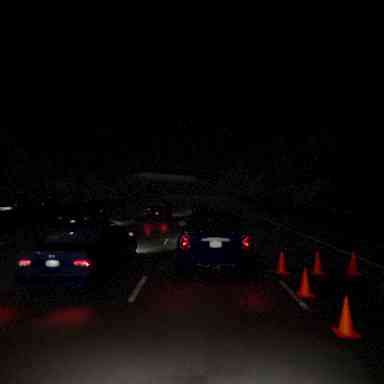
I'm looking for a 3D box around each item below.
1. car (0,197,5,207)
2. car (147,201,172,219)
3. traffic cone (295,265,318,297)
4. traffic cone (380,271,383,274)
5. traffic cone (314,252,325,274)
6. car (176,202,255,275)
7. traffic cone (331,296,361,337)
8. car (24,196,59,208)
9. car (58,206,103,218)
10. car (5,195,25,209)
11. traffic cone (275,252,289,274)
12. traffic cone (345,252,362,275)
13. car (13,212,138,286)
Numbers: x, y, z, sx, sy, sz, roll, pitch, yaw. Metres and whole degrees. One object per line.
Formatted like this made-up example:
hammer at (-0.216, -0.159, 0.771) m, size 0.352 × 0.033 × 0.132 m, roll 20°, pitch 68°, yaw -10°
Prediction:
car at (-23.647, 1.178, 43.809) m, size 1.837 × 1.490 × 4.892 m, roll 0°, pitch 0°, yaw 1°
car at (-2.664, 1.443, 27.822) m, size 1.812 × 1.442 × 4.674 m, roll 0°, pitch 1°, yaw 1°
traffic cone at (2.505, 1.976, 7.361) m, size 0.340 × 0.580 × 0.340 m, roll 0°, pitch 0°, yaw 1°
traffic cone at (5.526, 1.991, 9.326) m, size 0.340 × 0.580 × 0.340 m, roll 0°, pitch 0°, yaw 0°
traffic cone at (3.528, 1.982, 9.350) m, size 0.340 × 0.580 × 0.340 m, roll 0°, pitch 0°, yaw 1°
car at (0.633, 1.361, 10.653) m, size 2.097 × 1.767 × 4.553 m, roll 0°, pitch 0°, yaw 1°
traffic cone at (2.481, 1.975, 5.361) m, size 0.340 × 0.580 × 0.340 m, roll 0°, pitch 0°, yaw 1°
car at (-16.735, 1.287, 37.887) m, size 1.812 × 1.442 × 4.674 m, roll 0°, pitch 0°, yaw 1°
car at (-6.264, 1.515, 19.453) m, size 1.994 × 1.385 × 4.181 m, roll 0°, pitch 0°, yaw 1°
car at (-20.200, 1.223, 40.606) m, size 1.837 × 1.490 × 4.892 m, roll 0°, pitch 1°, yaw 1°
traffic cone at (2.529, 1.977, 9.361) m, size 0.340 × 0.580 × 0.340 m, roll 0°, pitch 0°, yaw 1°
traffic cone at (4.527, 1.986, 9.337) m, size 0.340 × 0.580 × 0.340 m, roll 0°, pitch 0°, yaw 1°
car at (-2.880, 1.542, 9.472) m, size 2.033 × 1.411 × 5.357 m, roll 0°, pitch 0°, yaw 1°
